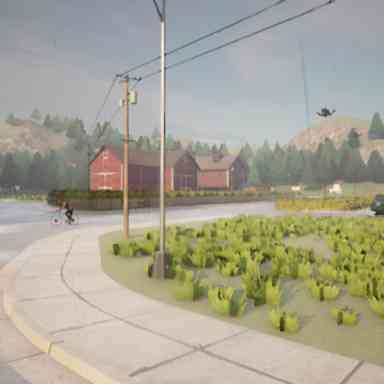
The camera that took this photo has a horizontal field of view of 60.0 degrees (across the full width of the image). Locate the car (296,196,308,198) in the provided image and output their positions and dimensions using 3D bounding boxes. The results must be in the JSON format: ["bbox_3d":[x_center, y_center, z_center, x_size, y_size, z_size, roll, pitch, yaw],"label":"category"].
[{"bbox_3d":[19.528,1.362,58.636,1.882,1.535,5.008,0,0,35],"label":"car"}]

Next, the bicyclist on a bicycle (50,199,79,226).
[{"bbox_3d":[-7.756,1.266,20.273,1.656,1.620,0.582,0,0,-22],"label":"bicyclist on a bicycle"}]

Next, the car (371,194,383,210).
[{"bbox_3d":[18.674,1.207,29.582,5.566,2.045,2.150,0,2,-16],"label":"car"}]
